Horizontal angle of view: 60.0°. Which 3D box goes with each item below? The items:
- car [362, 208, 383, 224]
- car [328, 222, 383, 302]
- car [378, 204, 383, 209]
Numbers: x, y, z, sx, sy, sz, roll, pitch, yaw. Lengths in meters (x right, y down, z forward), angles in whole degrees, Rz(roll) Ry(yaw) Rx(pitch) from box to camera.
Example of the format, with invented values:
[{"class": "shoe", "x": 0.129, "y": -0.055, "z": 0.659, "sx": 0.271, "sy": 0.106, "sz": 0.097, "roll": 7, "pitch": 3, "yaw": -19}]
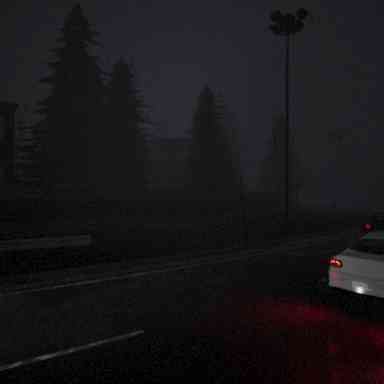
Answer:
[{"class": "car", "x": 10.871, "y": 1.797, "z": 18.071, "sx": 1.895, "sy": 1.301, "sz": 4.718, "roll": 0, "pitch": -1, "yaw": 42}, {"class": "car", "x": 4.898, "y": 1.611, "z": 7.710, "sx": 4.674, "sy": 1.442, "sz": 1.812, "roll": 1, "pitch": 0, "yaw": -40}, {"class": "car", "x": 26.987, "y": 2.053, "z": 45.205, "sx": 1.994, "sy": 1.385, "sz": 4.181, "roll": 0, "pitch": 0, "yaw": 12}]
